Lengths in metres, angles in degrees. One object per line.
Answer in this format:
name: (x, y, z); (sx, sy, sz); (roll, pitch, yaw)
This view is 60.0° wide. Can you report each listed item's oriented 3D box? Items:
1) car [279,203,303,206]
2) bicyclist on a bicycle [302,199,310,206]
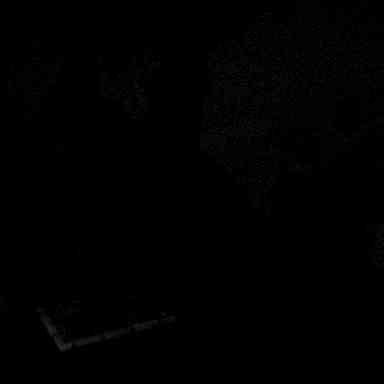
car: (7.853, 1.638, 26.179); (1.837, 1.490, 4.892); (0, 0, -35)
bicyclist on a bicycle: (10.906, 1.457, 32.015); (1.656, 1.620, 0.582); (0, 0, -35)
